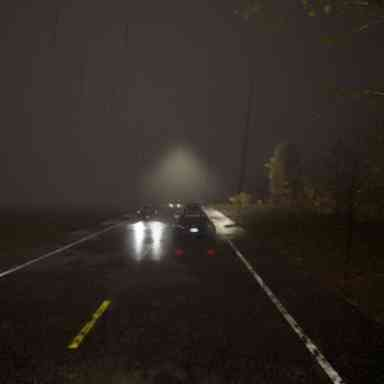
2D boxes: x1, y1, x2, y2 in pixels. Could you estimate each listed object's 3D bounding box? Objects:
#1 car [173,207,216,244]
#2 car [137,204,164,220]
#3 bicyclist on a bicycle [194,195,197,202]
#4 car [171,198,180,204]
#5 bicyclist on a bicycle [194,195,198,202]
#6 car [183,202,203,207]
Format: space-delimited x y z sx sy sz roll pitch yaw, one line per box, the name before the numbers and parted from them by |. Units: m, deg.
car | 0.098 1.634 16.365 1.994 1.385 4.181 0 0 0
car | -3.599 1.726 29.149 1.895 1.301 4.718 0 0 0
bicyclist on a bicycle | 0.966 1.733 85.555 0.659 1.776 1.843 0 0 0
car | -3.497 1.888 70.390 1.895 1.301 4.718 0 0 0
bicyclist on a bicycle | 0.962 1.764 76.557 0.866 1.612 1.509 0 0 0
car | 0.100 1.664 32.490 1.812 1.442 4.674 0 0 0
